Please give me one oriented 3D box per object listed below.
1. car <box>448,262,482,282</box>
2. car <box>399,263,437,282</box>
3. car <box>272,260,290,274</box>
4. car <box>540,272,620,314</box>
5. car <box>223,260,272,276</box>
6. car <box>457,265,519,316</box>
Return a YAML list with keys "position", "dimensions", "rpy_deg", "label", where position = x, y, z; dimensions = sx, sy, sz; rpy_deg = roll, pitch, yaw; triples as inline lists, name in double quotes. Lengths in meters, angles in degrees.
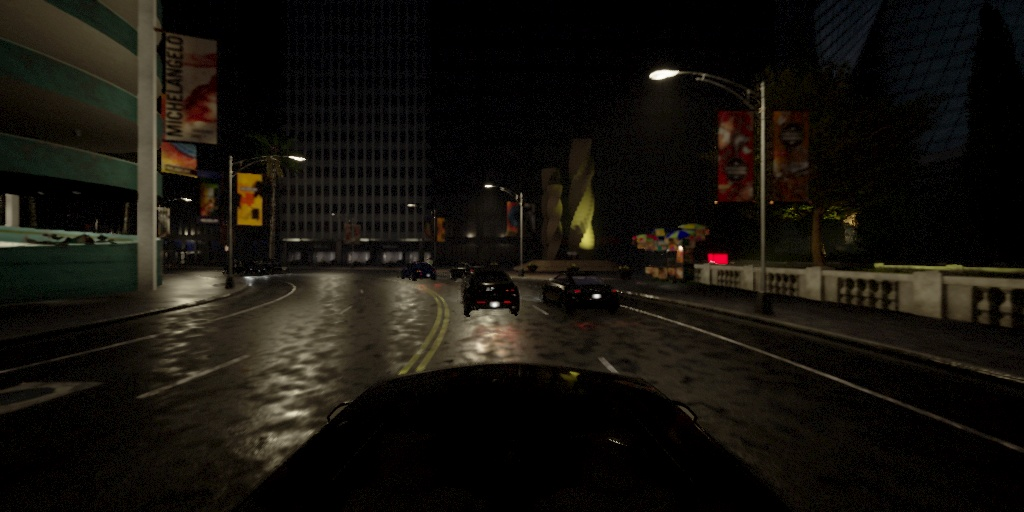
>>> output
- position: [-3.666, 1.239, 29.329]
  dimensions: [1.837, 1.490, 4.892]
  rpy_deg: [1, 0, -32]
  label: "car"
- position: [-7.611, 1.257, 28.975]
  dimensions: [1.812, 1.442, 4.674]
  rpy_deg: [0, 0, -34]
  label: "car"
- position: [-27.072, 1.205, 39.979]
  dimensions: [4.902, 1.511, 2.128]
  rpy_deg: [0, 0, 21]
  label: "car"
- position: [2.467, 1.309, 13.924]
  dimensions: [1.994, 1.385, 4.181]
  rpy_deg: [0, 0, -10]
  label: "car"
- position: [-27.037, 1.219, 36.211]
  dimensions: [4.892, 1.490, 1.837]
  rpy_deg: [0, -1, 24]
  label: "car"
- position: [-0.967, 1.248, 13.450]
  dimensions: [1.837, 1.490, 4.892]
  rpy_deg: [1, 0, -10]
  label: "car"
